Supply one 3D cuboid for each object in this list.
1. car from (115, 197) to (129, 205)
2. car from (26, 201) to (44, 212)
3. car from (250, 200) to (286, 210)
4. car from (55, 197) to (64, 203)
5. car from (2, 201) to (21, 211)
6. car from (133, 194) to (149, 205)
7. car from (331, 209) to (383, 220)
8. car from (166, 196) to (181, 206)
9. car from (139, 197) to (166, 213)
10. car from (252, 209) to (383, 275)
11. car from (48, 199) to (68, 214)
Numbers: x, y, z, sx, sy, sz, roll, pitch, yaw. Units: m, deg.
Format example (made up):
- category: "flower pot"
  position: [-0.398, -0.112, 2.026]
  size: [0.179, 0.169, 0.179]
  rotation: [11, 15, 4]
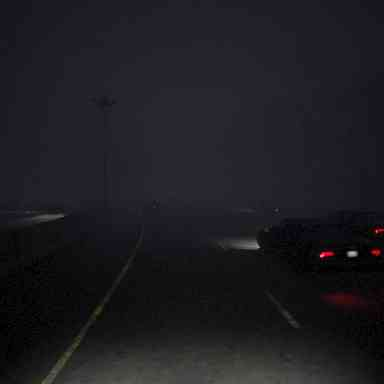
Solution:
- category: "car"
  position: [-13.526, 1.747, 64.170]
  size: [1.837, 1.490, 4.892]
  rotation: [0, 0, -23]
- category: "car"
  position: [-21.604, 1.921, 46.008]
  size: [2.033, 1.411, 5.357]
  rotation: [-1, 0, -18]
- category: "car"
  position: [7.697, 1.479, 34.313]
  size: [1.895, 1.301, 4.718]
  rotation: [-1, 0, -13]
- category: "car"
  position: [-31.285, 1.818, 78.286]
  size: [1.895, 1.301, 4.718]
  rotation: [-1, 0, -23]
- category: "car"
  position: [-26.125, 1.997, 48.346]
  size: [2.033, 1.411, 5.357]
  rotation: [-1, 0, -20]
- category: "car"
  position: [-9.853, 1.403, 64.718]
  size: [2.150, 2.045, 5.566]
  rotation: [-1, 0, -24]
- category: "car"
  position: [7.028, 1.433, 14.477]
  size: [2.033, 1.411, 5.357]
  rotation: [-1, 0, -7]
- category: "car"
  position: [-3.609, 1.425, 58.557]
  size: [2.097, 1.767, 4.553]
  rotation: [-1, 0, -22]
- category: "car"
  position: [-4.608, 1.650, 38.309]
  size: [1.994, 1.385, 4.181]
  rotation: [-1, 0, -15]
- category: "car"
  position: [3.526, 1.491, 10.230]
  size: [2.033, 1.411, 5.357]
  rotation: [-1, 0, -5]
- category: "car"
  position: [-16.026, 1.879, 39.816]
  size: [1.895, 1.301, 4.718]
  rotation: [-1, 0, -15]
